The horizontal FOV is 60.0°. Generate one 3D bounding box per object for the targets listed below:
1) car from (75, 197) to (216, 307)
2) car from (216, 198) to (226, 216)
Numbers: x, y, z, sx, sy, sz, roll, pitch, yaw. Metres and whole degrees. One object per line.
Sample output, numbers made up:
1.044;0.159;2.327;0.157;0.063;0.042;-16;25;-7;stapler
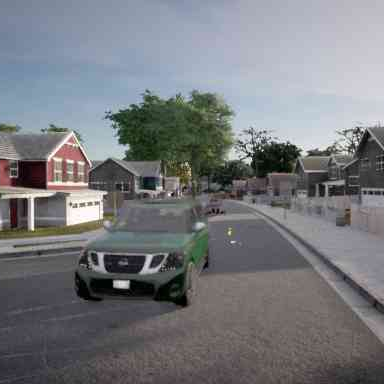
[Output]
-0.780;1.241;8.462;2.150;2.045;5.566;0;0;9;car
2.414;1.610;33.332;1.994;1.385;4.181;0;0;6;car
